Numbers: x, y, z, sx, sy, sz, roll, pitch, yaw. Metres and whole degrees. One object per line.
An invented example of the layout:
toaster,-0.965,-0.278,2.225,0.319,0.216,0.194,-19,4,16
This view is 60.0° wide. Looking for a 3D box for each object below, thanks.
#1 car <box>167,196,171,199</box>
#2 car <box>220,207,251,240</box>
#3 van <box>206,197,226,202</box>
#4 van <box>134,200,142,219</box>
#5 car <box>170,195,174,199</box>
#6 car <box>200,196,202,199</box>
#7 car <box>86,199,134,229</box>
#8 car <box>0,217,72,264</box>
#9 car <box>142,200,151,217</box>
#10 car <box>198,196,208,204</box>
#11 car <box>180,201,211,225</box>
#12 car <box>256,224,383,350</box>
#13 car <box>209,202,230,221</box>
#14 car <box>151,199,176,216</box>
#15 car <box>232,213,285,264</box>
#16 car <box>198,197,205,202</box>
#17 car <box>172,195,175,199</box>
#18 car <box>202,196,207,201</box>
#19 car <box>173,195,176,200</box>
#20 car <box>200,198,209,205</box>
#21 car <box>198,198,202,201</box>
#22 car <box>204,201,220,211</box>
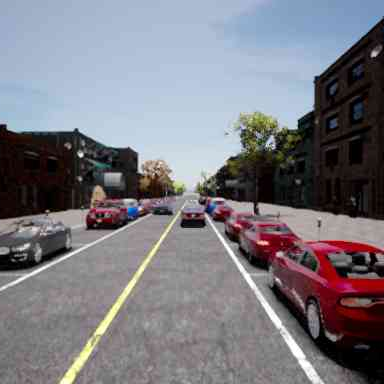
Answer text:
car,-5.734,1.998,67.393,1.802,1.307,4.206,-1,0,0
car,2.677,1.691,17.466,1.802,1.307,4.206,-1,0,0
van,2.665,1.553,34.112,1.690,1.788,3.998,-1,0,0
van,-5.713,1.519,28.557,1.690,1.788,3.998,-1,0,0
car,-5.738,2.001,72.941,2.008,1.369,4.403,-1,0,0
car,2.647,1.982,67.401,1.947,1.339,4.313,-1,0,0
car,-5.709,1.459,23.009,2.192,1.841,5.009,-1,0,0
car,-5.700,1.626,11.911,2.008,1.369,4.403,-1,0,0
car,-5.715,1.652,34.105,1.967,1.590,4.097,-1,0,0
car,2.637,1.799,78.499,2.192,1.841,5.009,-1,0,0
car,0.082,1.707,25.586,2.033,1.411,5.357,0,0,0
car,2.684,1.585,6.370,1.887,1.381,4.507,-1,0,0
car,2.670,1.760,28.563,1.802,1.307,4.206,-1,0,0
car,-3.062,1.789,36.056,1.994,1.385,4.181,0,0,0
car,2.680,1.657,11.918,1.802,1.307,4.206,-1,0,0
car,2.629,2.111,95.312,1.752,1.417,4.829,-1,0,0
car,-5.741,2.066,78.490,1.802,1.307,4.206,-1,0,0
car,2.661,1.561,39.661,2.192,1.841,5.009,-1,0,0
car,-5.753,1.900,95.136,2.192,1.841,5.009,-1,0,0
car,2.644,1.976,73.118,1.752,1.417,4.829,-1,0,0
car,0.072,1.884,45.738,1.895,1.301,4.718,0,0,0
car,2.660,1.862,45.208,1.802,1.307,4.206,-1,0,0
